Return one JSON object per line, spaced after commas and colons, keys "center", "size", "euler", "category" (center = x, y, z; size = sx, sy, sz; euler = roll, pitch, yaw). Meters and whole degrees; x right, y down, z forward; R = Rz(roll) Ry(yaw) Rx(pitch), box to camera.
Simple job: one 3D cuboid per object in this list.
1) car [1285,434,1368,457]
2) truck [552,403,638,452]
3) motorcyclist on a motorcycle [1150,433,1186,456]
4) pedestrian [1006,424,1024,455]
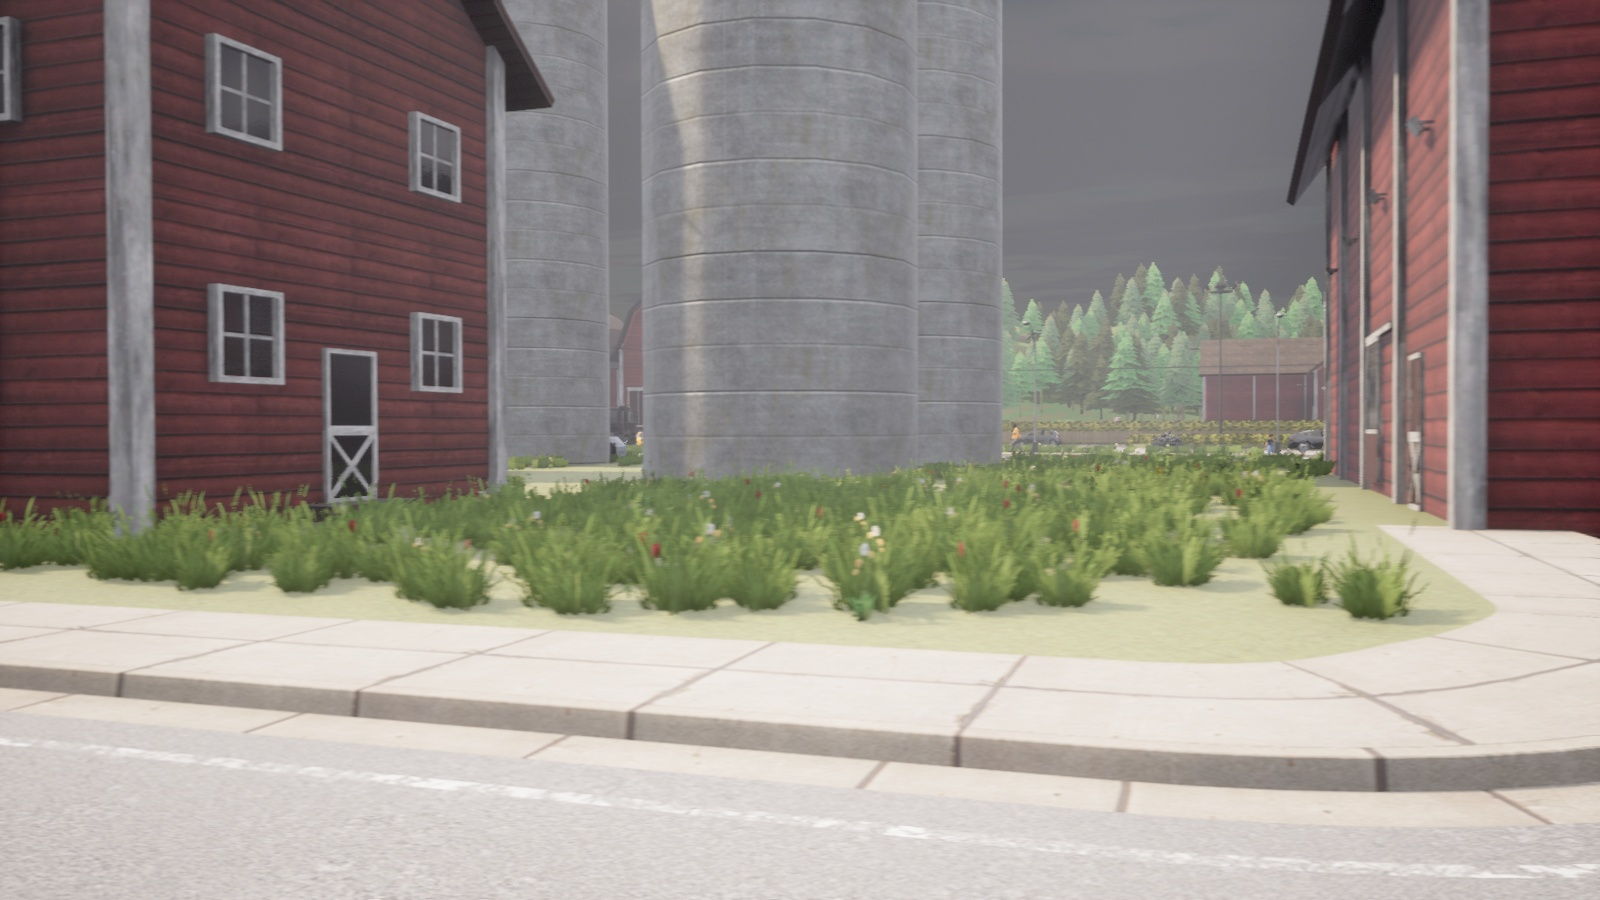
{"center": [34.209, -0.314, 81.724], "size": [4.792, 1.488, 2.163], "euler": [1, 1, 19], "category": "car"}
{"center": [-15.015, -1.658, 92.568], "size": [2.891, 3.462, 7.936], "euler": [1, 1, 19], "category": "truck"}
{"center": [24.947, -0.368, 85.082], "size": [2.191, 1.530, 0.866], "euler": [1, 0, 30], "category": "motorcyclist on a motorcycle"}
{"center": [12.708, -0.621, 74.129], "size": [0.900, 1.855, 0.874], "euler": [1, 1, 18], "category": "pedestrian"}
